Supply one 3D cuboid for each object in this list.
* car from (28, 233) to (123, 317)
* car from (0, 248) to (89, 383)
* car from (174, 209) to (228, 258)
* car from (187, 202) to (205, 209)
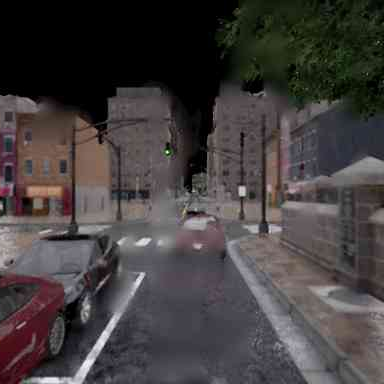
[{"bbox_3d":[-2.638,1.606,7.043,1.947,1.339,4.313,0,0,0],"label":"car"},{"bbox_3d":[-2.638,1.602,3.380,1.802,1.307,4.206,0,0,0],"label":"car"},{"bbox_3d":[0.401,1.599,13.083,1.812,1.442,4.674,0,0,5],"label":"car"},{"bbox_3d":[0.403,1.758,35.977,1.994,1.385,4.181,0,0,0],"label":"car"}]
